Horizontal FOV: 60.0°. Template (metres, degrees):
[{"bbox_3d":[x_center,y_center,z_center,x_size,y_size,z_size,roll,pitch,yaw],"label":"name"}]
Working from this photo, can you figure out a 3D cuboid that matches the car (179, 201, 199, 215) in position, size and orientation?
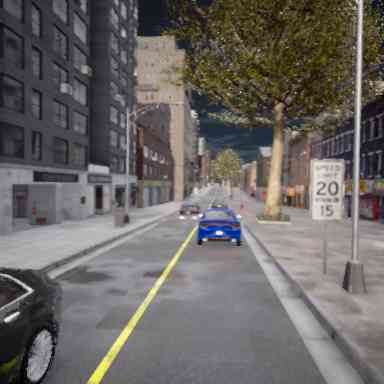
[{"bbox_3d":[-0.121,1.591,34.040,2.033,1.411,5.357,1,0,5],"label":"car"}]

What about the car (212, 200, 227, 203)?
[{"bbox_3d":[3.388,1.647,41.425,1.994,1.385,4.181,1,0,5],"label":"car"}]

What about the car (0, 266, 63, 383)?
[{"bbox_3d":[-2.740,1.465,2.494,1.837,1.490,4.892,1,0,5],"label":"car"}]

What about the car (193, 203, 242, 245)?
[{"bbox_3d":[1.306,1.516,15.840,1.882,1.535,5.008,1,0,5],"label":"car"}]
